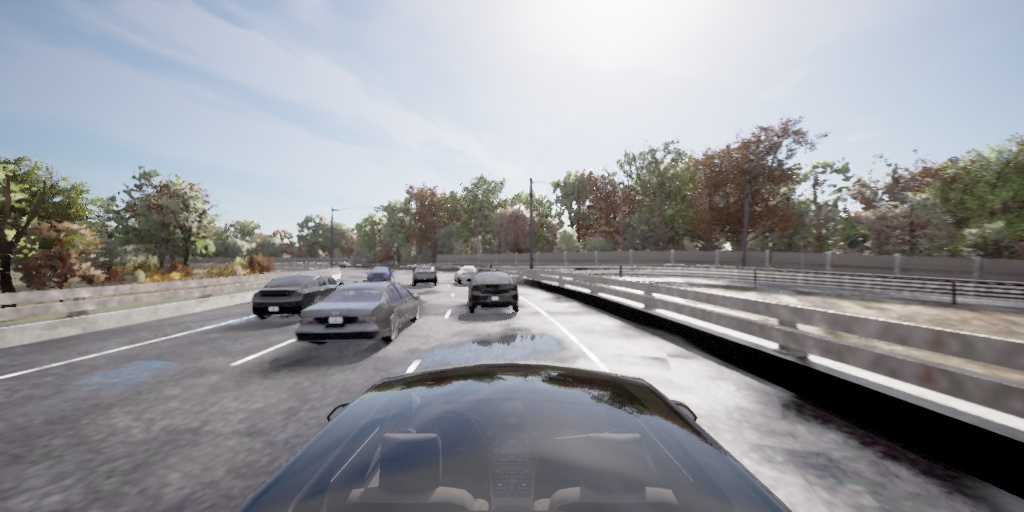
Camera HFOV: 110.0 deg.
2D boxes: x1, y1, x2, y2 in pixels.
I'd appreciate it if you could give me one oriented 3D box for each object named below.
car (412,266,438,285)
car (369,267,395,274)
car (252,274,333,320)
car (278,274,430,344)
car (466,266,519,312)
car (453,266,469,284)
[{"bbox_3d":[-7.042,1.565,29.132,2.128,1.511,4.902,0,-1,-14],"label":"car"},{"bbox_3d":[-10.742,1.627,29.544,1.812,1.442,4.674,0,-1,-14],"label":"car"},{"bbox_3d":[-7.736,1.428,13.658,1.837,1.490,4.892,0,0,-6],"label":"car"},{"bbox_3d":[-3.831,1.406,9.960,2.033,1.411,5.357,0,-1,-4],"label":"car"},{"bbox_3d":[-0.861,1.368,15.112,1.882,1.535,5.008,0,0,-6],"label":"car"},{"bbox_3d":[-3.839,1.594,30.745,1.812,1.442,4.674,0,-1,-14],"label":"car"}]
